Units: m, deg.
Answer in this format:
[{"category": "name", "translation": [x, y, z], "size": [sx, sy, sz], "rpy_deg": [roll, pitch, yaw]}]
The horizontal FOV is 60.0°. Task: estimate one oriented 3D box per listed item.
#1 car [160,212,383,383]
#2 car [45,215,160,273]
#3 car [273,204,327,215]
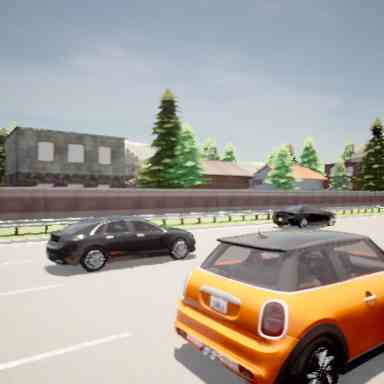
[{"category": "car", "translation": [2.045, 1.371, 5.206], "size": [4.553, 1.767, 2.097], "rpy_deg": [0, 0, -35]}, {"category": "car", "translation": [-2.113, 1.525, 10.837], "size": [4.892, 1.490, 1.837], "rpy_deg": [0, 0, -35]}, {"category": "car", "translation": [7.475, 1.556, 21.974], "size": [5.008, 1.535, 1.882], "rpy_deg": [0, 0, -36]}]
